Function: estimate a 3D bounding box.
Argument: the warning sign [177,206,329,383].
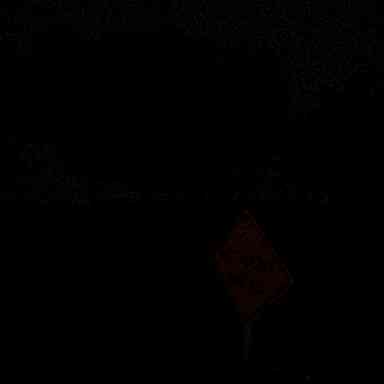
[{"bbox_3d":[0.635,1.131,3.746,1.060,1.860,1.300,0,1,-35],"label":"warning sign"}]
